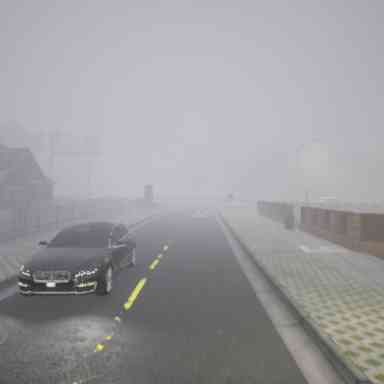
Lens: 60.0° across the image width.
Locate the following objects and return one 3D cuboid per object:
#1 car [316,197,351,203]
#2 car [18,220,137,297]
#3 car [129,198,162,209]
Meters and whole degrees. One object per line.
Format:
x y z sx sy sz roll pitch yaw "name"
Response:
20.628 1.766 48.043 5.566 2.045 2.150 1 0 -3 "car"
-2.713 1.577 8.947 1.837 1.490 4.892 0 0 1 "car"
-6.691 1.617 47.743 4.892 1.490 1.837 1 1 2 "car"
